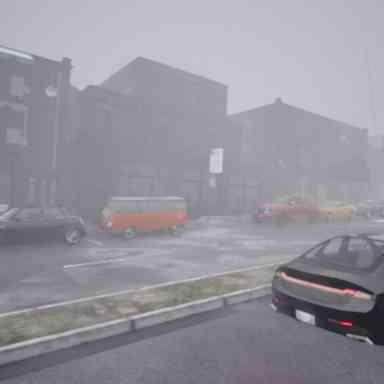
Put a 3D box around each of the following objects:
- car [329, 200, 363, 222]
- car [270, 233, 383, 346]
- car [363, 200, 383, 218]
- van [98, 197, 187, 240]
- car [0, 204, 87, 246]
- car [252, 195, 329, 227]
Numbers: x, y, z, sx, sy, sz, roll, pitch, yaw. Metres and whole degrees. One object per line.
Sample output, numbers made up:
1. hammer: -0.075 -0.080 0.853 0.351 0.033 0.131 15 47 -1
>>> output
1. car: 11.116 1.471 26.510 5.008 1.535 2.097 0 0 -36
2. car: 3.523 1.496 5.955 4.902 1.511 2.128 0 0 -36
3. car: 15.606 1.478 29.732 4.892 1.521 2.231 0 0 -36
4. van: -2.451 1.229 16.778 4.442 1.987 1.878 0 0 -36
5. car: -6.820 1.324 13.643 4.553 1.767 2.185 0 0 -36
6. car: 6.702 1.215 23.343 5.566 2.045 2.435 0 0 -36
